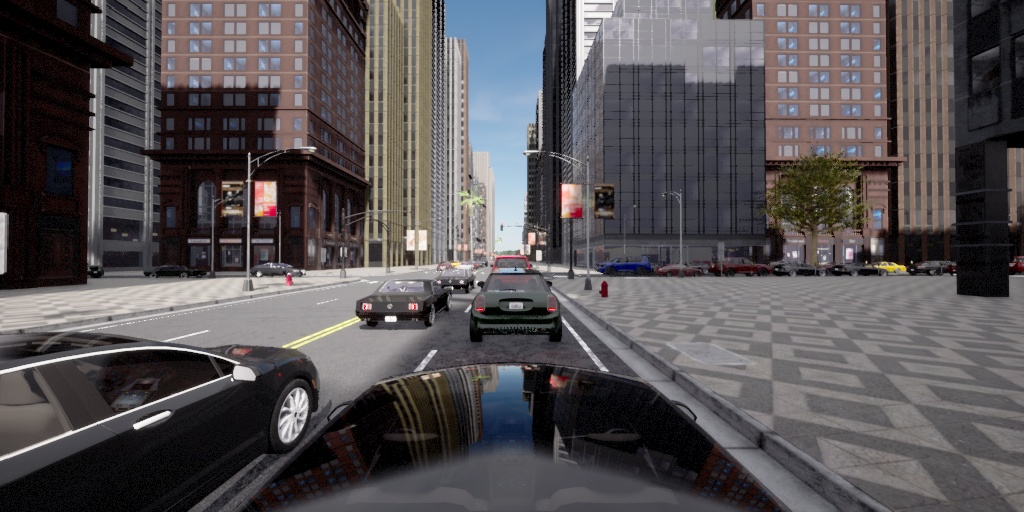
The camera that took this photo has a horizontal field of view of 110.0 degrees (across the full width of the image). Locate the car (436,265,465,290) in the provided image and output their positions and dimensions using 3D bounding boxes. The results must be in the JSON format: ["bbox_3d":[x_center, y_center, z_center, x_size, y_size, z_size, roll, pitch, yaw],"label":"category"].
[{"bbox_3d":[-3.189,1.388,20.756,1.895,1.301,4.718,0,0,0],"label":"car"}]

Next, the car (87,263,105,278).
[{"bbox_3d":[-43.300,1.242,34.899,5.566,2.045,2.150,0,-1,0],"label":"car"}]

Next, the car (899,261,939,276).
[{"bbox_3d":[42.522,1.227,36.067,4.674,1.442,1.812,0,-1,-1],"label":"car"}]

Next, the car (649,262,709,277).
[{"bbox_3d":[15.255,1.327,32.958,4.207,1.307,1.802,0,0,-1],"label":"car"}]

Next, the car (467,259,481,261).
[{"bbox_3d":[-6.693,1.633,61.067,1.895,1.301,4.718,0,0,0],"label":"car"}]

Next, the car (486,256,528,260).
[{"bbox_3d":[-0.036,1.003,19.460,2.150,2.045,5.566,0,0,0],"label":"car"}]

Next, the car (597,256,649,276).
[{"bbox_3d":[12.031,1.045,38.679,5.566,2.045,2.150,0,-1,-1],"label":"car"}]

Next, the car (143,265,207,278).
[{"bbox_3d":[-32.663,1.573,34.904,4.718,1.301,1.895,0,-1,0],"label":"car"}]

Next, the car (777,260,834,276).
[{"bbox_3d":[26.530,1.275,33.155,4.313,1.339,1.948,0,0,-1],"label":"car"}]

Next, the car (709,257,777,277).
[{"bbox_3d":[20.893,1.041,33.057,5.009,1.841,2.192,0,0,-1],"label":"car"}]

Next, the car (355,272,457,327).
[{"bbox_3d":[-3.167,1.361,11.587,1.895,1.301,4.718,0,0,0],"label":"car"}]

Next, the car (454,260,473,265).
[{"bbox_3d":[-6.696,1.570,51.904,1.895,1.301,4.718,0,0,0],"label":"car"}]

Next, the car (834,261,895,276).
[{"bbox_3d":[32.167,1.260,33.254,4.313,1.339,1.948,0,0,-1],"label":"car"}]

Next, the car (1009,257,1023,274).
[{"bbox_3d":[49.081,0.973,33.550,5.009,1.841,2.192,0,0,-1],"label":"car"}]

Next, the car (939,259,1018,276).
[{"bbox_3d":[43.442,1.214,33.451,4.507,1.381,1.888,0,0,-1],"label":"car"}]

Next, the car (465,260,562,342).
[{"bbox_3d":[0.081,1.108,9.940,2.097,1.767,4.553,0,0,0],"label":"car"}]

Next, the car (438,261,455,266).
[{"bbox_3d":[-9.941,1.503,53.158,1.812,1.442,4.674,0,0,-3],"label":"car"}]

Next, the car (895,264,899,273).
[{"bbox_3d":[43.129,1.295,41.972,4.829,1.417,1.751,0,0,-1],"label":"car"}]

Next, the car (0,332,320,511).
[{"bbox_3d":[-3.152,1.255,2.235,1.837,1.490,4.892,0,0,0],"label":"car"}]

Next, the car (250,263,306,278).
[{"bbox_3d":[-22.715,1.418,34.914,4.902,1.511,2.128,0,-1,0],"label":"car"}]
